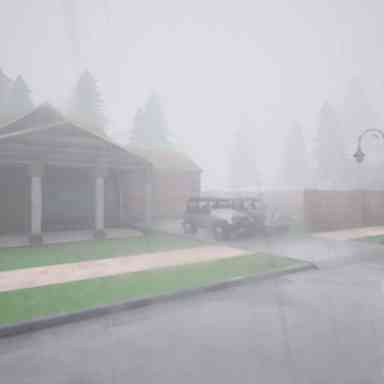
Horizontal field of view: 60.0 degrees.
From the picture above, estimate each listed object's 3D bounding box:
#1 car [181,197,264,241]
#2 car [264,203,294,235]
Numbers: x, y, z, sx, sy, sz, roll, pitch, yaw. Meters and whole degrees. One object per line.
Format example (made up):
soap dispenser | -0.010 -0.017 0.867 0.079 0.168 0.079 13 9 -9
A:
car | 1.142 1.180 15.646 1.905 1.878 3.866 0 0 -36
car | 2.962 1.180 17.423 1.932 1.855 4.605 0 0 -36
